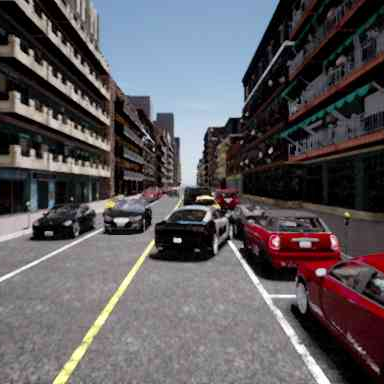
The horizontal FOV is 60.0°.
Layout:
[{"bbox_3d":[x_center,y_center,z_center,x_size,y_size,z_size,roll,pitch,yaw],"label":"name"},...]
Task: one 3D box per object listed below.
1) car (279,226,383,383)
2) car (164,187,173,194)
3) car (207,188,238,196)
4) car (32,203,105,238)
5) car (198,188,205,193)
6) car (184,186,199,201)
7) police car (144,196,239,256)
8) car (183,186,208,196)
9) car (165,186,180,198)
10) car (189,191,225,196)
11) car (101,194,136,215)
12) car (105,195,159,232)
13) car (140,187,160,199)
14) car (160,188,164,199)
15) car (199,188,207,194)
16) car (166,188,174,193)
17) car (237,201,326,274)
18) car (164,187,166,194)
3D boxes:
[{"bbox_3d":[2.686,1.450,4.173,1.887,1.381,4.507,0,1,0],"label":"car"},{"bbox_3d":[-5.826,-0.418,83.049,1.967,1.590,4.097,0,1,0],"label":"car"},{"bbox_3d":[2.650,0.721,26.708,2.192,1.841,5.009,0,1,0],"label":"car"},{"bbox_3d":[-5.713,1.221,15.432,1.947,1.339,4.313,0,1,0],"label":"car"},{"bbox_3d":[2.545,-0.440,88.697,1.887,1.381,4.507,0,1,0],"label":"car"},{"bbox_3d":[-0.080,0.144,48.351,2.150,2.045,5.566,0,1,0],"label":"car"},{"bbox_3d":[0.279,1.152,12.221,1.930,1.638,5.238,0,1,16],"label":"police car"},{"bbox_3d":[0.532,0.598,27.914,2.150,2.045,5.566,0,1,-3],"label":"car"},{"bbox_3d":[-3.158,0.224,57.414,1.837,1.490,4.892,0,1,0],"label":"car"},{"bbox_3d":[0.864,0.963,22.124,1.801,1.575,5.366,0,1,0],"label":"car"},{"bbox_3d":[-5.732,0.934,26.532,1.752,1.417,4.829,0,1,0],"label":"car"},{"bbox_3d":[-3.128,1.111,17.075,2.128,1.511,4.902,0,1,0],"label":"car"},{"bbox_3d":[-5.760,0.468,43.606,1.967,1.590,4.097,0,1,0],"label":"car"},{"bbox_3d":[-5.769,0.217,49.238,2.192,1.841,5.009,0,1,0],"label":"car"},{"bbox_3d":[2.563,-0.209,77.597,1.752,1.417,4.829,0,1,0],"label":"car"},{"bbox_3d":[-5.836,-0.441,88.688,1.887,1.381,4.507,0,1,0],"label":"car"},{"bbox_3d":[2.677,1.221,9.806,1.967,1.590,4.097,0,1,0],"label":"car"},{"bbox_3d":[-5.780,0.357,54.879,1.802,1.307,4.206,0,1,0],"label":"car"}]
